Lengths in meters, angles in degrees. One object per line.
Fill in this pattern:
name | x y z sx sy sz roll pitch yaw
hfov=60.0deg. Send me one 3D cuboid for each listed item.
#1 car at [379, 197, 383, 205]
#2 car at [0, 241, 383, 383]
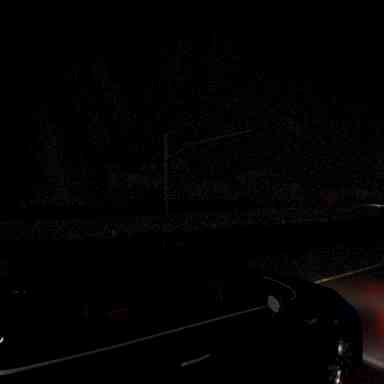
car | 31.609 1.248 52.922 4.892 1.490 1.837 0 0 -36
car | -0.107 1.351 3.668 4.553 1.767 2.097 0 0 -36
